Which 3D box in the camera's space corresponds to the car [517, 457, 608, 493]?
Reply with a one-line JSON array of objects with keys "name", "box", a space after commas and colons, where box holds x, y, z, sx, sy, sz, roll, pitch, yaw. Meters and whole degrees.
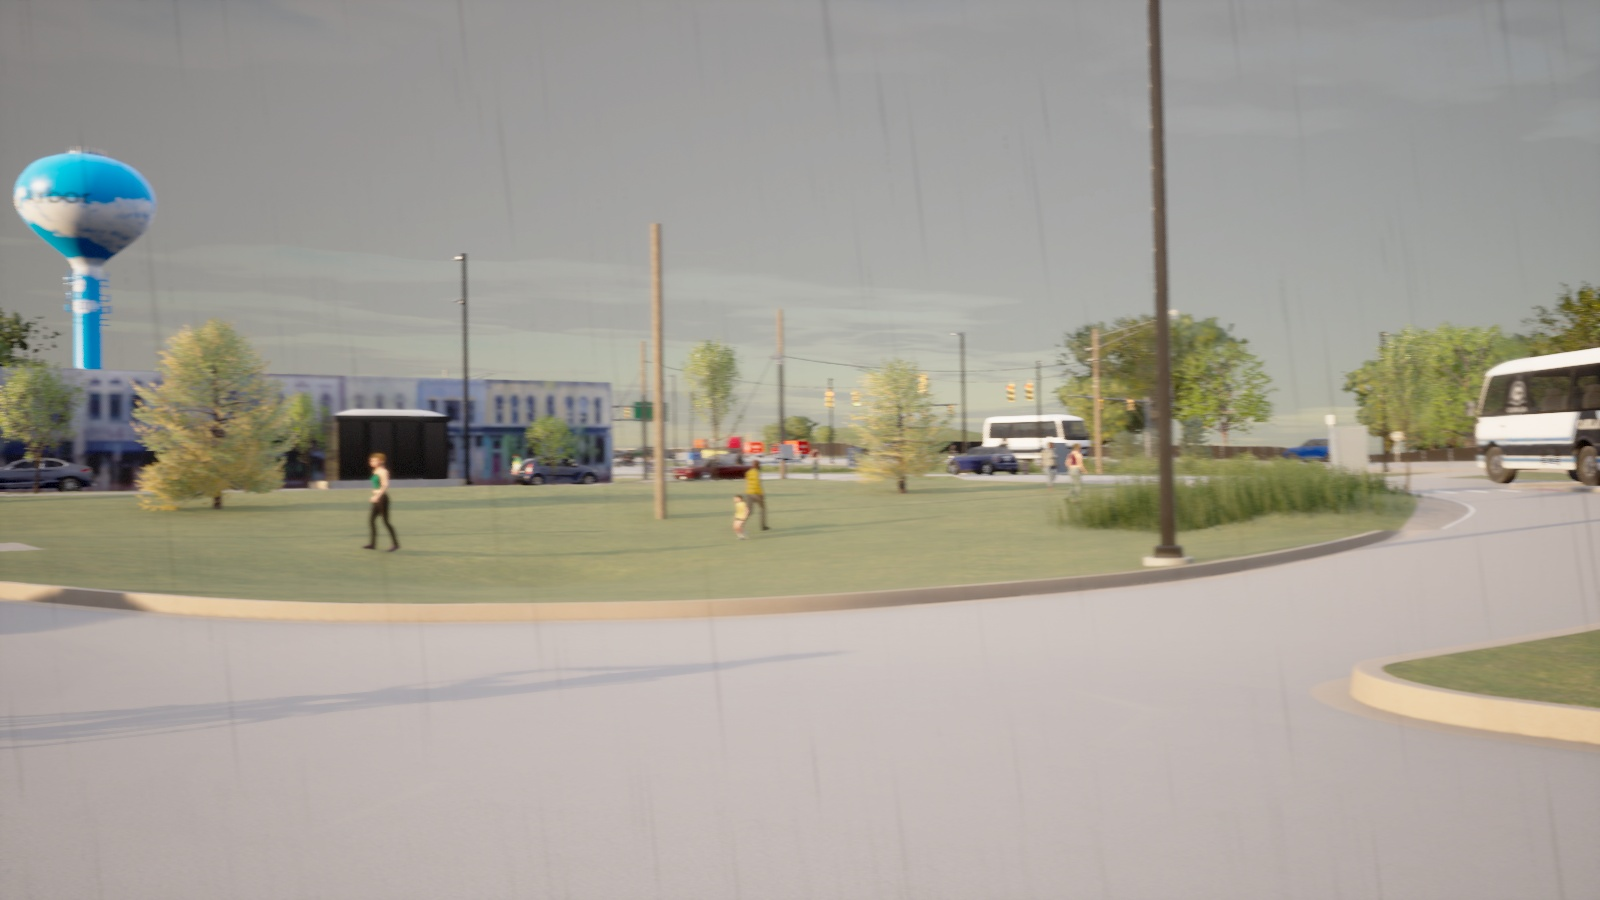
[{"name": "car", "box": [-11.808, 1.254, 62.565, 3.988, 1.617, 1.851, -1, -1, -33]}]

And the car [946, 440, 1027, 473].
[{"name": "car", "box": [10.815, 0.406, 73.072, 2.097, 1.767, 4.553, -1, -1, -33]}]

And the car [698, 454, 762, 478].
[{"name": "car", "box": [-4.750, 1.100, 84.476, 2.163, 1.488, 4.792, -1, -1, -32]}]

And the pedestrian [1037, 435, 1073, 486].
[{"name": "pedestrian", "box": [9.484, 0.404, 46.690, 0.874, 1.855, 0.900, -2, -1, -28]}]

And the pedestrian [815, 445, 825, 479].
[{"name": "pedestrian", "box": [1.056, 0.646, 66.953, 0.345, 1.836, 0.594, -2, -1, -15]}]

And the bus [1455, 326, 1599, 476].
[{"name": "bus", "box": [25.014, -1.445, 39.526, 3.944, 4.253, 10.273, -2, 0, 4]}]

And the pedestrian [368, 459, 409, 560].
[{"name": "pedestrian", "box": [-7.701, 1.106, 23.494, 0.594, 1.836, 0.345, -1, -2, -38]}]

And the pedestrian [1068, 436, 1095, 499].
[{"name": "pedestrian", "box": [8.196, 0.509, 36.543, 0.594, 1.836, 0.345, -2, -1, -28]}]

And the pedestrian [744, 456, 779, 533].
[{"name": "pedestrian", "box": [-0.940, 1.088, 30.624, 0.726, 1.835, 0.370, -1, -2, -40]}]

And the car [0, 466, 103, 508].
[{"name": "car", "box": [-32.676, 1.591, 53.559, 5.027, 1.651, 2.152, -1, -2, -33]}]

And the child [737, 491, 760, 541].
[{"name": "child", "box": [-1.183, 1.515, 28.779, 0.394, 1.110, 0.255, -1, -1, -36]}]

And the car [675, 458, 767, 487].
[{"name": "car", "box": [-4.239, 1.221, 67.808, 4.718, 1.301, 1.895, -2, -1, -40]}]
